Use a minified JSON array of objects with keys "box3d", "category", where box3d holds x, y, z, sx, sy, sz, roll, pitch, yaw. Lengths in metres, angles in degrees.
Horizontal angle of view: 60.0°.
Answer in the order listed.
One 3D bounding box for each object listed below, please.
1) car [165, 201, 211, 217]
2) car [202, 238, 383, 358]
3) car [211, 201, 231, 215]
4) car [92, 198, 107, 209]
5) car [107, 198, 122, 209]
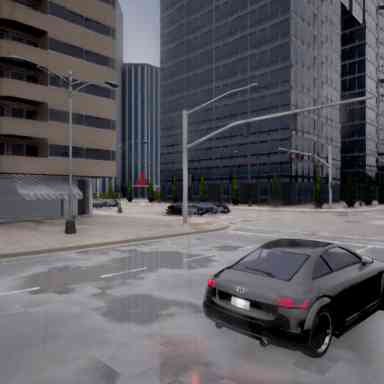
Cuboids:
[{"box3d":[-0.648,1.619,31.706,1.994,1.385,4.181,0,0,-45],"category":"car"},{"box3d":[2.163,1.564,6.140,4.181,1.385,1.994,0,0,-43],"category":"car"},{"box3d":[1.929,1.619,34.117,4.181,1.385,1.994,0,0,44],"category":"car"},{"box3d":[-13.933,1.533,44.785,5.008,1.535,1.882,0,0,45],"category":"car"},{"box3d":[-11.858,1.619,47.653,4.181,1.385,1.994,0,0,45],"category":"car"}]
